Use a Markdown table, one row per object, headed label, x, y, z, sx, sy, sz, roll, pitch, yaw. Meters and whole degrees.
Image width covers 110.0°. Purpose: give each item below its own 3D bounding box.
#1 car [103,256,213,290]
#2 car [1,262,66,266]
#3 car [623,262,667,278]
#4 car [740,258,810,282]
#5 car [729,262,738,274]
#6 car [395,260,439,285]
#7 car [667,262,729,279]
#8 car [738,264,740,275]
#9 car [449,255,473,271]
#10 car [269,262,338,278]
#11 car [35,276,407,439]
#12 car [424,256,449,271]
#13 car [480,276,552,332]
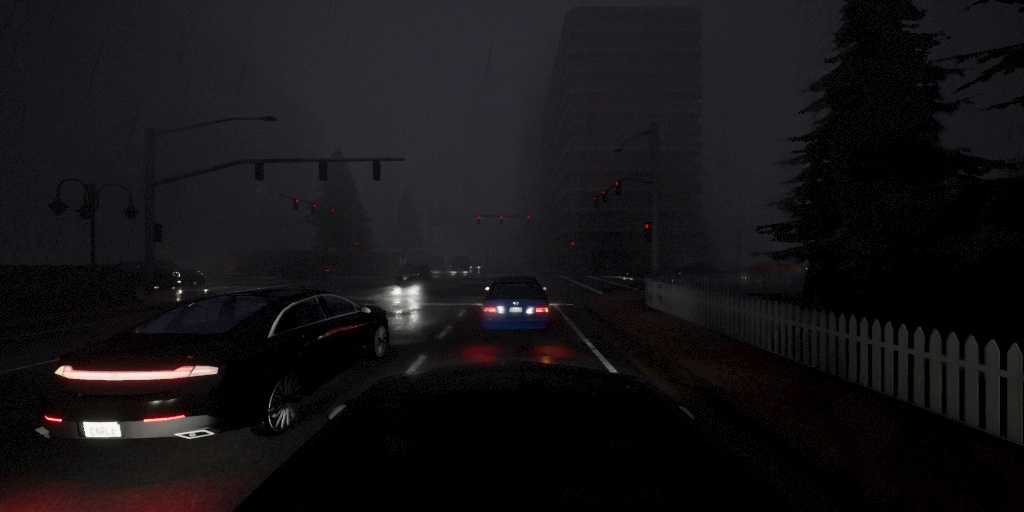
| label | x | y | z | sx | sy | sz | roll | pitch | yaw |
| --- | --- | --- | --- | --- | --- | --- | --- | --- | --- |
| car | -21.138 | 1.047 | 21.359 | 4.553 | 1.767 | 2.097 | 0 | 0 | 0 |
| car | -30.613 | 1.242 | 21.303 | 5.357 | 1.411 | 2.033 | 0 | 0 | 0 |
| car | 13.143 | 1.242 | 33.454 | 5.357 | 1.411 | 2.033 | 0 | 0 | -13 |
| car | 20.969 | 1.172 | 28.526 | 5.008 | 1.535 | 1.882 | 0 | 0 | -22 |
| car | 22.042 | 1.295 | 37.021 | 4.718 | 1.301 | 1.895 | 0 | 0 | -30 |
| car | -7.084 | 1.232 | 26.221 | 2.128 | 1.511 | 4.902 | 0 | 0 | 0 |
| car | 15.877 | 1.259 | 30.630 | 4.181 | 1.385 | 1.994 | 0 | 0 | -20 |
| car | 24.356 | 1.242 | 34.310 | 5.357 | 1.411 | 2.033 | 0 | 0 | -31 |
| car | -7.074 | 0.972 | 49.582 | 2.150 | 2.045 | 5.566 | 0 | 0 | 0 |
| car | -18.246 | 1.243 | 31.515 | 5.357 | 1.411 | 2.033 | 0 | 0 | 1 |
| car | -3.428 | 1.242 | 5.433 | 2.128 | 1.511 | 4.902 | 0 | 0 | 0 |
| car | -10.568 | 0.971 | 48.775 | 2.150 | 2.045 | 5.566 | 0 | 0 | 0 |
| car | 0.119 | 1.297 | 10.847 | 2.033 | 1.411 | 5.357 | 0 | 0 | 1 |
